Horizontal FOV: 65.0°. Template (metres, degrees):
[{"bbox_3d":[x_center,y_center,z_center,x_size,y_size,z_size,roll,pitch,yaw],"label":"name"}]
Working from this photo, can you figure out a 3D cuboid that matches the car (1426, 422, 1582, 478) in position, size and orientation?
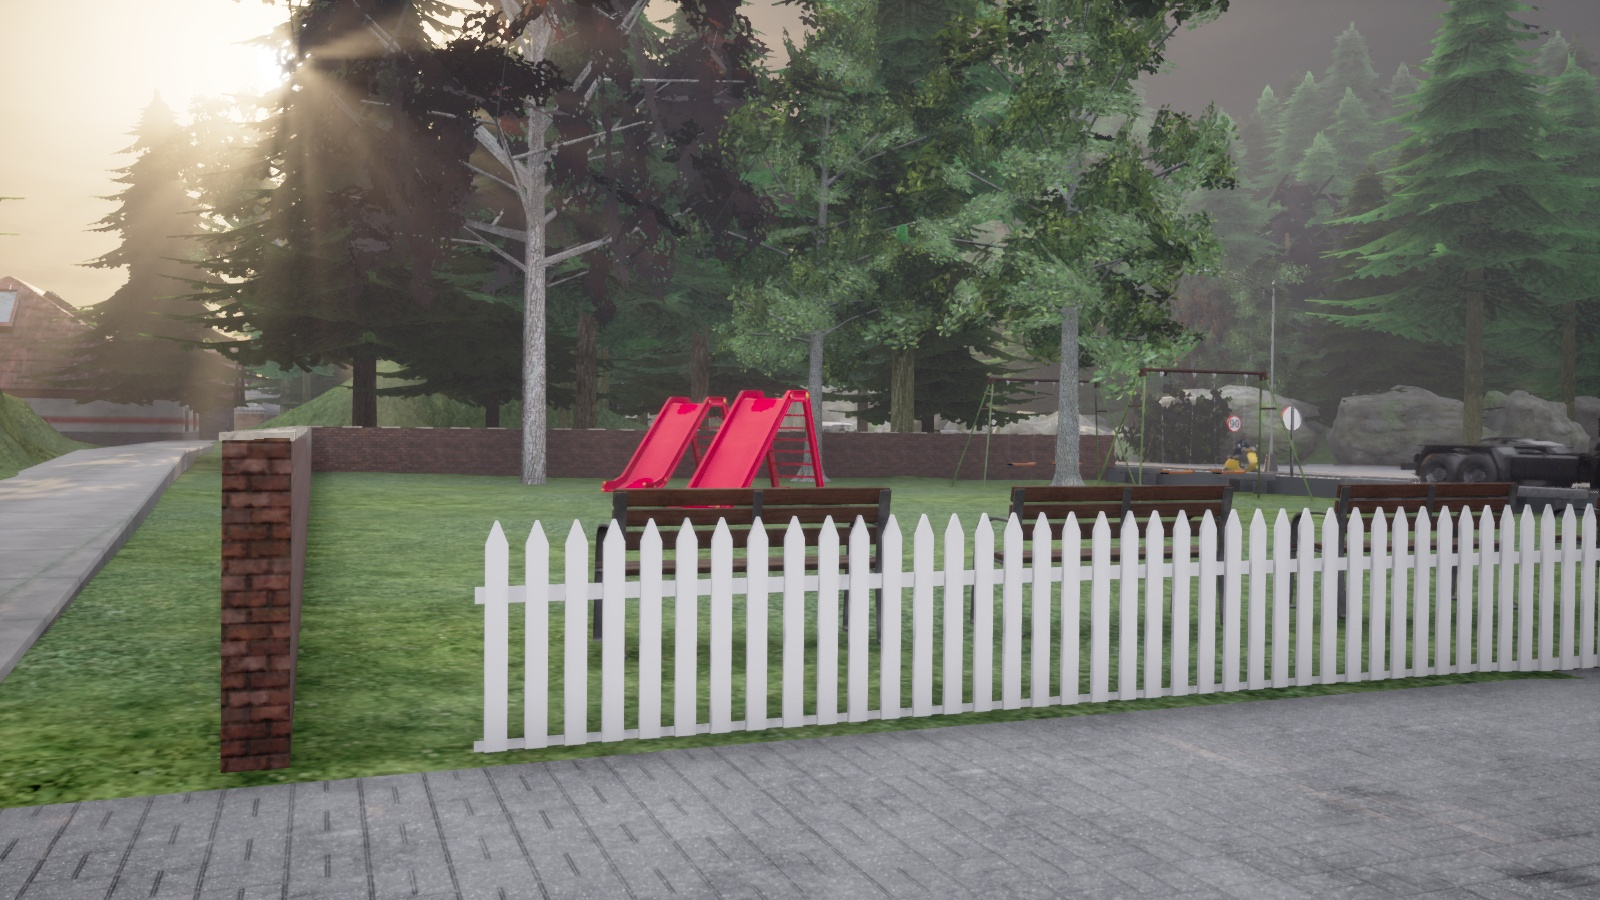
[{"bbox_3d":[20.647,-0.044,36.976,1.789,1.549,3.705,-1,2,-21],"label":"car"}]

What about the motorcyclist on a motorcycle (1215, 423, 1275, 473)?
[{"bbox_3d":[14.664,-0.081,41.420,0.866,1.590,1.817,-1,1,-21],"label":"motorcyclist on a motorcycle"}]

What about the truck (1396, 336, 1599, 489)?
[{"bbox_3d":[18.800,-0.884,30.566,2.891,3.462,7.936,-1,1,-21],"label":"truck"}]

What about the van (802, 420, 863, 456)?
[{"bbox_3d":[1.892,-0.716,74.861,2.069,2.038,4.480,-1,1,-21],"label":"van"}]
